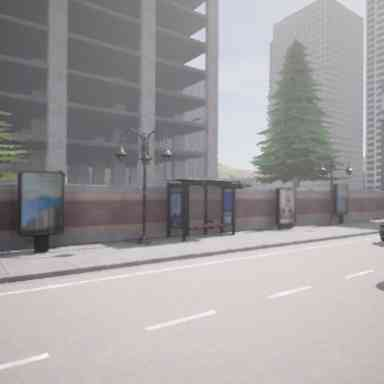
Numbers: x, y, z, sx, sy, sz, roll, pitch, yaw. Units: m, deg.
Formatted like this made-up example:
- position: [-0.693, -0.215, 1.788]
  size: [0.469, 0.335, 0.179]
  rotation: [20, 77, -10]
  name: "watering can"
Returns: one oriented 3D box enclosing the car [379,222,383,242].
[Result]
- position: [7.314, 1.573, 9.173]
  size: [4.902, 1.511, 2.128]
  rotation: [1, 0, -35]
  name: "car"
